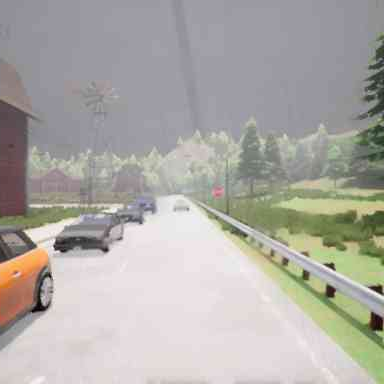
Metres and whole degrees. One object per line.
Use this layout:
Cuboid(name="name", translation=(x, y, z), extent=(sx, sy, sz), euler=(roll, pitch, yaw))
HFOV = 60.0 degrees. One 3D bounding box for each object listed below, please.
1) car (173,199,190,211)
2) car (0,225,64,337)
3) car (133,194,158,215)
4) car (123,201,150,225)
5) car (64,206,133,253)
Cuboid(name="car", translation=(-1.267, 1.504, 39.433), extent=(1.812, 1.442, 4.674), euler=(0, 0, -2))
Cuboid(name="car", translation=(-3.726, 1.377, 4.673), extent=(2.097, 1.767, 4.553), euler=(0, 0, -2))
Cuboid(name="car", translation=(-4.754, 1.230, 34.550), extent=(2.150, 2.045, 5.566), euler=(0, 0, -2))
Cuboid(name="car", translation=(-4.419, 1.579, 24.139), extent=(1.994, 1.385, 4.181), euler=(0, 0, -2))
Cuboid(name="car", translation=(-4.065, 1.567, 14.191), extent=(2.033, 1.411, 5.357), euler=(0, 0, -2))
